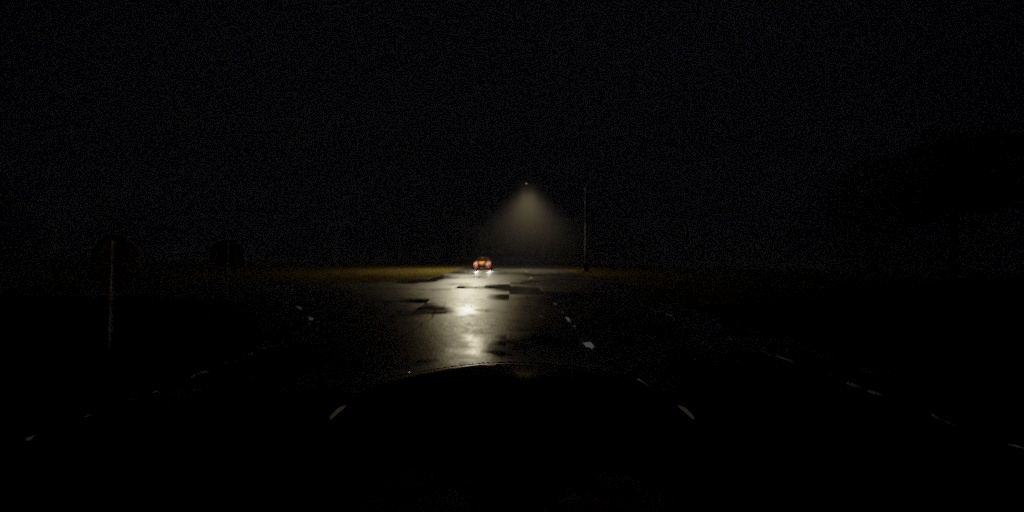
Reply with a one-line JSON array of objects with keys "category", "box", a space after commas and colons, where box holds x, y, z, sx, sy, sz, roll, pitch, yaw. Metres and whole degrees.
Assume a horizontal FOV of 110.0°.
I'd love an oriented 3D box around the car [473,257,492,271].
[{"category": "car", "box": [-3.597, 0.882, 44.796, 2.097, 1.767, 4.553, 0, 0, 0]}]
